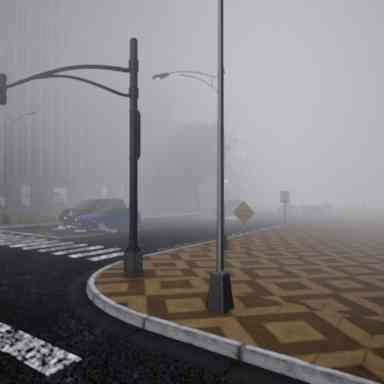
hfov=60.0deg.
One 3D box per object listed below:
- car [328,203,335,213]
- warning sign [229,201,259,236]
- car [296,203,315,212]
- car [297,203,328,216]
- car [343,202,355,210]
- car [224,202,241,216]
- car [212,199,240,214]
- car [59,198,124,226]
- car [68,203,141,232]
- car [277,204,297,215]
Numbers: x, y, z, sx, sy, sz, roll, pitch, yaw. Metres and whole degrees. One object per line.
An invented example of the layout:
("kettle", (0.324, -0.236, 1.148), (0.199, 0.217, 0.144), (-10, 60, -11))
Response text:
("car", (21.576, 2.523, 53.148), (1.837, 1.490, 4.892), (0, -1, 33))
("warning sign", (2.910, 1.445, 18.677), (1.300, 1.860, 1.060), (1, 1, 33))
("car", (18.838, 2.575, 54.900), (1.994, 1.385, 4.181), (0, -1, 33))
("car", (16.293, 2.392, 44.806), (2.033, 1.411, 5.357), (0, -1, 33))
("car", (31.219, 2.756, 66.099), (1.801, 1.575, 5.366), (0, -1, 33))
("car", (5.267, 2.213, 39.899), (1.994, 1.385, 4.181), (0, -1, 33))
("car", (4.861, 1.939, 45.277), (2.150, 2.045, 5.566), (0, -1, 33))
("car", (-7.525, 1.530, 25.962), (2.150, 2.045, 5.566), (0, -1, 33))
("car", (-5.633, 1.766, 22.891), (1.882, 1.535, 5.008), (0, -1, 33))
("car", (13.327, 2.355, 46.207), (1.812, 1.442, 4.674), (0, -1, 33))
